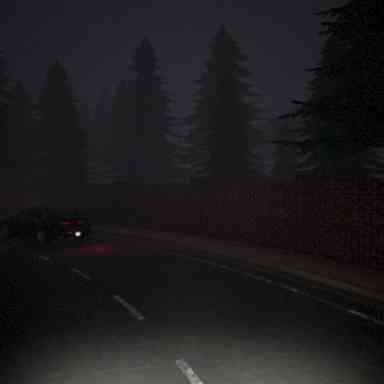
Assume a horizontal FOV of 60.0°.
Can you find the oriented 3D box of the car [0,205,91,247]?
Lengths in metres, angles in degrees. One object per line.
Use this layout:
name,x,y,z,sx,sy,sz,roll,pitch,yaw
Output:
car,-6.380,1.346,14.280,4.892,1.490,1.837,0,0,36
